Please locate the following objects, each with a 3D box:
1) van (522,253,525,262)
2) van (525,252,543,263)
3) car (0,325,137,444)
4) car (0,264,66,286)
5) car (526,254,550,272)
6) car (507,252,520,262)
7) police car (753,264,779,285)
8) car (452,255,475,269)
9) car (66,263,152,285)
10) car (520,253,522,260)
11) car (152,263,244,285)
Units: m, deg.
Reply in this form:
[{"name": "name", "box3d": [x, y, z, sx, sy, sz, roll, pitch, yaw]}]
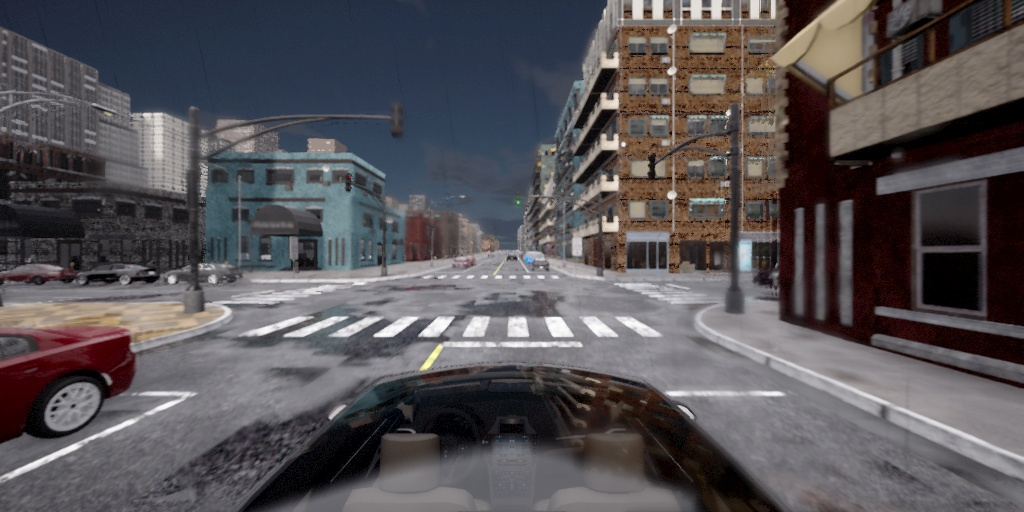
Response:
[{"name": "van", "box3d": [2.709, 0.258, 51.911, 1.690, 1.789, 3.998, 0, 0, 0]}, {"name": "van", "box3d": [2.705, 0.447, 40.750, 1.690, 1.789, 3.998, 0, 0, 0]}, {"name": "car", "box3d": [-5.656, 1.280, 2.658, 1.888, 1.381, 4.507, 0, 0, 0]}, {"name": "car", "box3d": [-30.668, 1.187, 23.124, 4.207, 1.307, 1.802, 0, 0, 1]}, {"name": "car", "box3d": [2.703, 0.751, 35.171, 2.007, 1.370, 4.403, 0, 0, 0]}, {"name": "car", "box3d": [0.022, 0.182, 64.223, 1.882, 1.535, 5.008, 0, 1, 0]}, {"name": "police car", "box3d": [16.056, 0.910, 19.644, 4.974, 1.542, 2.038, 0, 0, 1]}, {"name": "car", "box3d": [-5.676, 0.689, 40.717, 1.802, 1.307, 4.207, 0, 0, 0]}, {"name": "car", "box3d": [-25.188, 1.146, 23.048, 4.313, 1.339, 1.948, 0, 0, 1]}, {"name": "car", "box3d": [2.713, 0.250, 63.240, 1.751, 1.417, 4.829, 0, 0, 0]}, {"name": "car", "box3d": [-19.707, 1.106, 22.970, 4.403, 1.370, 2.007, 0, 0, 1]}]
